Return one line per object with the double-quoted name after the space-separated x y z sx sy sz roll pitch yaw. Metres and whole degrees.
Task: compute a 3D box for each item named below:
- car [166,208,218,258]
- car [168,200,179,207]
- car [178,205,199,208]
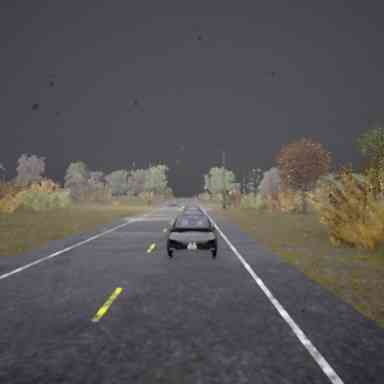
0.021 1.642 13.498 2.128 1.511 4.902 0 0 0 "car"
-3.522 2.298 64.607 1.994 1.385 4.181 0 -1 0 "car"
0.027 1.879 28.382 1.994 1.385 4.181 0 -1 0 "car"
